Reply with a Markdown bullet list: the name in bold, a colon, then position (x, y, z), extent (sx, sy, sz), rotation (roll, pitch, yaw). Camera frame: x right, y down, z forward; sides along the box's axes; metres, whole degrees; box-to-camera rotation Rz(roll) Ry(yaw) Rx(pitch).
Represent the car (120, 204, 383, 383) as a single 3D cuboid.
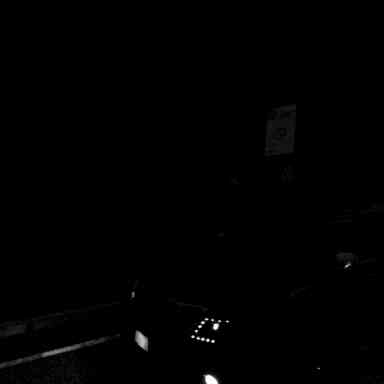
- **car**: position (1.774, 1.234, 5.062), extent (5.566, 2.045, 2.150), rotation (0, 0, -33)
